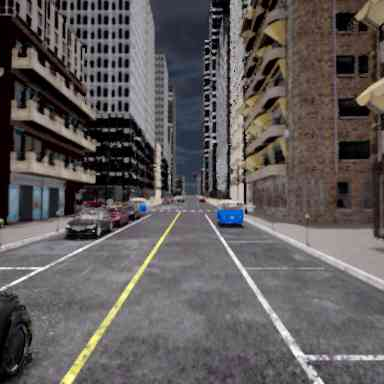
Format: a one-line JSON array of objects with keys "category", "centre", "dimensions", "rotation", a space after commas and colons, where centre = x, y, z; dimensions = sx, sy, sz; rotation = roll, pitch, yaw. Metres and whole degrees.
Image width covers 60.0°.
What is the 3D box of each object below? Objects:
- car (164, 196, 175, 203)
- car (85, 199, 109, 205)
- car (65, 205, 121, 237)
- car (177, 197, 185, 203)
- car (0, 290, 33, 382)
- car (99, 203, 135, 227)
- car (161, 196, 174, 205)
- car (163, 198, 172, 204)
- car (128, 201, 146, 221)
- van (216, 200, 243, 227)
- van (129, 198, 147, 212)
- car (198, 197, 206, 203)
[{"category": "car", "centre": [-5.667, 1.880, 84.519], "dimensions": [2.192, 1.841, 5.009], "rotation": [1, 0, 0]}, {"category": "car", "centre": [-16.488, 1.885, 57.949], "dimensions": [4.097, 1.590, 1.967], "rotation": [0, -2, 0]}, {"category": "car", "centre": [-5.642, 1.677, 18.681], "dimensions": [2.008, 1.369, 4.403], "rotation": [1, 0, 0]}, {"category": "car", "centre": [-2.996, 2.158, 90.659], "dimensions": [1.994, 1.385, 4.181], "rotation": [0, 0, 0]}, {"category": "car", "centre": [-3.100, 1.583, 2.719], "dimensions": [1.994, 1.385, 4.181], "rotation": [0, 0, 0]}, {"category": "car", "centre": [-5.643, 1.745, 24.222], "dimensions": [1.802, 1.307, 4.206], "rotation": [1, 0, 0]}, {"category": "car", "centre": [-5.670, 1.930, 73.368], "dimensions": [1.967, 1.590, 4.097], "rotation": [1, 0, 0]}, {"category": "car", "centre": [-5.673, 2.109, 78.943], "dimensions": [1.802, 1.307, 4.206], "rotation": [1, 0, 0]}, {"category": "car", "centre": [-5.642, 1.766, 29.761], "dimensions": [1.947, 1.339, 4.313], "rotation": [1, 0, 0]}, {"category": "van", "centre": [2.709, 1.505, 24.275], "dimensions": [1.690, 1.788, 3.998], "rotation": [1, 0, 0]}, {"category": "van", "centre": [-5.807, 1.578, 35.304], "dimensions": [1.690, 1.788, 3.998], "rotation": [1, 0, 0]}, {"category": "car", "centre": [2.707, 2.147, 84.579], "dimensions": [1.802, 1.307, 4.206], "rotation": [1, 0, 0]}]
